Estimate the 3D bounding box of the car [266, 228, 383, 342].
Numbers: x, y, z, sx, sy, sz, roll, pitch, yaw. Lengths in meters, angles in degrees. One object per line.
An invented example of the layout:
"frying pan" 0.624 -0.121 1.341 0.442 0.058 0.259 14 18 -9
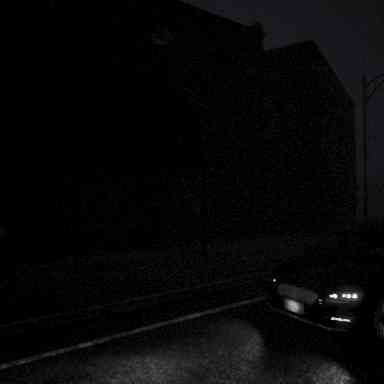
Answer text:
"car" 3.547 1.512 6.579 4.902 1.511 2.128 0 0 -36
